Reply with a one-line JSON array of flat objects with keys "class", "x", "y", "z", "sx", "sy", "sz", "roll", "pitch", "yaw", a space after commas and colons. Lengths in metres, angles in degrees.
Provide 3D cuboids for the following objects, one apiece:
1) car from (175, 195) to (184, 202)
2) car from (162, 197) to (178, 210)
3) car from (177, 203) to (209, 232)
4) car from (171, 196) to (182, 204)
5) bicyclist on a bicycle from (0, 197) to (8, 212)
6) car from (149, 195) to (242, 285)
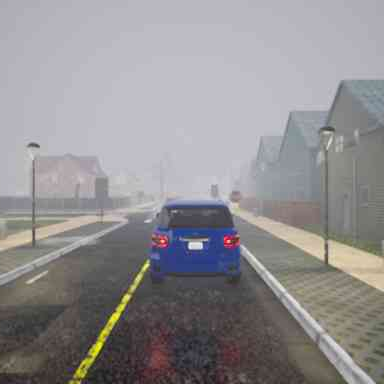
[{"class": "car", "x": -2.810, "y": 1.426, "z": 76.795, "sx": 2.033, "sy": 1.411, "sz": 5.357, "roll": 0, "pitch": 0, "yaw": 0}, {"class": "car", "x": -2.875, "y": 1.478, "z": 44.981, "sx": 1.837, "sy": 1.490, "sz": 4.892, "roll": 0, "pitch": 1, "yaw": 0}, {"class": "car", "x": 0.081, "y": 1.512, "z": 21.107, "sx": 1.812, "sy": 1.442, "sz": 4.674, "roll": 0, "pitch": 0, "yaw": 0}, {"class": "car", "x": -2.848, "y": 1.496, "z": 61.534, "sx": 1.812, "sy": 1.442, "sz": 4.674, "roll": 0, "pitch": 0, "yaw": 0}, {"class": "bicyclist on a bicycle", "x": -20.240, "y": 1.322, "z": 35.810, "sx": 0.582, "sy": 1.620, "sz": 1.656, "roll": 0, "pitch": 0, "yaw": 0}, {"class": "car", "x": 0.088, "y": 1.215, "z": 9.656, "sx": 2.150, "sy": 2.045, "sz": 5.566, "roll": 0, "pitch": 0, "yaw": 0}]
